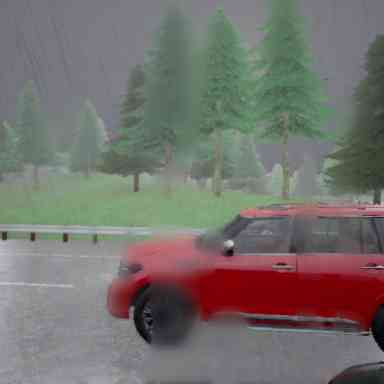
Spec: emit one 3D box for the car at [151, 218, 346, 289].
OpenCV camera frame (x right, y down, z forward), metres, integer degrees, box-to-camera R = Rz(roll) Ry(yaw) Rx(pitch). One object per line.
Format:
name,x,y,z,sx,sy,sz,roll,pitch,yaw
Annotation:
car,1.418,1.521,9.011,4.674,1.442,1.812,0,0,9

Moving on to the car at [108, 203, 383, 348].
car,1.488,1.220,5.492,5.566,2.045,2.150,0,0,9

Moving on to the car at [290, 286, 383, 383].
car,2.805,1.568,1.684,4.181,1.385,1.994,0,0,10
